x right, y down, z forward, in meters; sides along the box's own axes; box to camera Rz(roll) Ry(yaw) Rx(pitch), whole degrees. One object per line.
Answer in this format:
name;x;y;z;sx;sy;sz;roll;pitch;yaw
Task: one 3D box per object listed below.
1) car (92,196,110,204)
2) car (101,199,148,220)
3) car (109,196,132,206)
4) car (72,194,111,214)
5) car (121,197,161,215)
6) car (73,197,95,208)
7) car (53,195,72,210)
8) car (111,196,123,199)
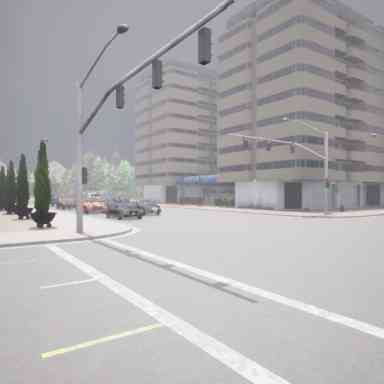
car;-17.472;1.505;63.783;1.837;1.490;4.892;0;0;-34
car;-5.811;1.564;28.252;1.994;1.385;4.181;0;0;-35
car;-12.162;1.491;56.145;2.128;1.511;4.902;0;0;-35
car;-10.767;1.352;35.386;2.097;1.767;4.553;0;0;-35
car;-4.834;1.492;32.975;2.128;1.511;4.902;0;0;-35
car;-15.964;1.505;49.028;1.837;1.490;4.892;0;0;-34
car;-16.405;1.526;43.520;1.812;1.442;4.674;0;0;-35
car;-10.078;1.505;40.532;1.837;1.490;4.892;0;0;-35
